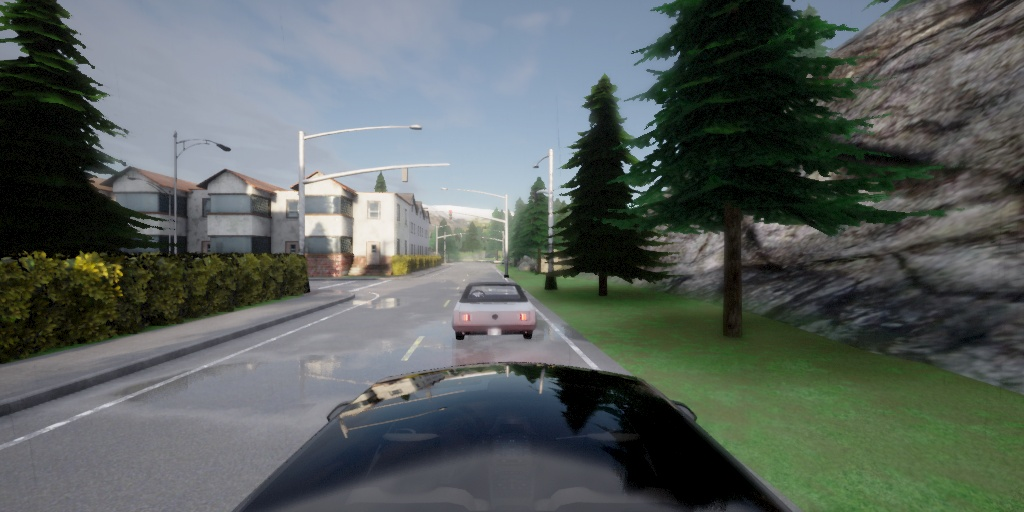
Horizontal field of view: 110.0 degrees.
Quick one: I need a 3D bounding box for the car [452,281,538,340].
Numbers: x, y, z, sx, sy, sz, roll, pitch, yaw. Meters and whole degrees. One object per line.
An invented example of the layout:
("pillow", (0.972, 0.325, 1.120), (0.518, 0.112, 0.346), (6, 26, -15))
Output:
("car", (-0.526, 1.351, 9.954), (1.895, 1.301, 4.718), (0, 0, -4))
